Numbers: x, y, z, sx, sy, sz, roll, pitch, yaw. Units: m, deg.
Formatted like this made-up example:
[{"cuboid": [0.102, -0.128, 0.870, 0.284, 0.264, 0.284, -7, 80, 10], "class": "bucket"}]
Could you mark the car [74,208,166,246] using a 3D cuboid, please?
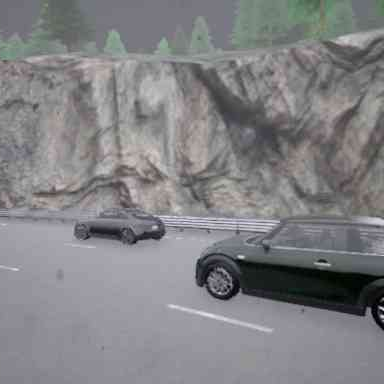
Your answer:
[{"cuboid": [-3.210, 1.412, 14.571, 4.181, 1.385, 1.994, 0, 1, 32], "class": "car"}]

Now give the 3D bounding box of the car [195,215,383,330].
[{"cuboid": [2.279, 1.242, 6.621, 4.553, 1.767, 2.097, 0, 1, 35], "class": "car"}]
